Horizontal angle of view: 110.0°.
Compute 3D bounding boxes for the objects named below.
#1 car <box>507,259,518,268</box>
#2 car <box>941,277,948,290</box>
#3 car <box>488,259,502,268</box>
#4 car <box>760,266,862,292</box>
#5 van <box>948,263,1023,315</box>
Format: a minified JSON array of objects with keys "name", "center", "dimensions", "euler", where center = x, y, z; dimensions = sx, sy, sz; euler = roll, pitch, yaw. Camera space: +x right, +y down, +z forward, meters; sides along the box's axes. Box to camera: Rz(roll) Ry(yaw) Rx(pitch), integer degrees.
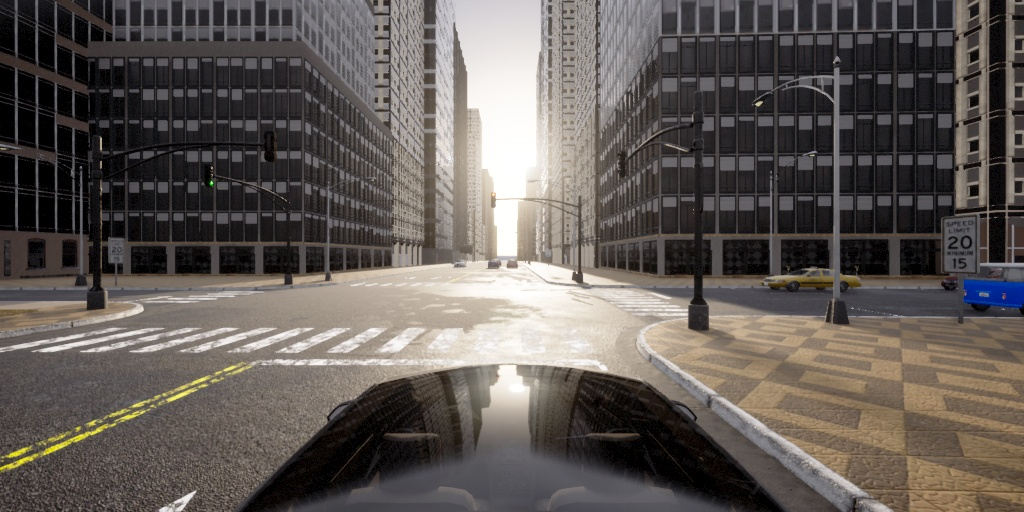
[{"name":"car","center":[0.050,1.425,63.666],"dimensions":[1.994,1.385,4.181],"euler":[0,0,0]},{"name":"car","center":[26.937,1.356,20.160],"dimensions":[4.207,1.307,1.802],"euler":[0,0,2]},{"name":"car","center":[-3.201,1.336,62.836],"dimensions":[1.882,1.535,5.008],"euler":[0,0,0]},{"name":"car","center":[17.103,1.293,20.652],"dimensions":[4.829,1.417,1.751],"euler":[0,0,2]},{"name":"van","center":[18.367,1.119,12.479],"dimensions":[3.998,1.789,1.690],"euler":[0,0,2]}]
